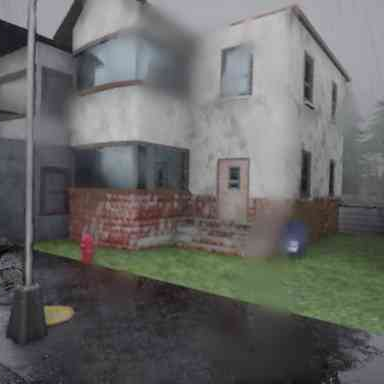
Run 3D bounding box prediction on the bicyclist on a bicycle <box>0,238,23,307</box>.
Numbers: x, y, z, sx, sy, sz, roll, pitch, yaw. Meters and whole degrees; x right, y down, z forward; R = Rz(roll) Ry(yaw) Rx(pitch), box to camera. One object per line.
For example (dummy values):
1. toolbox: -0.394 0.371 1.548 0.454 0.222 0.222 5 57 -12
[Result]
1. bicyclist on a bicycle: -3.438 1.178 5.356 0.582 1.620 1.656 2 1 36
